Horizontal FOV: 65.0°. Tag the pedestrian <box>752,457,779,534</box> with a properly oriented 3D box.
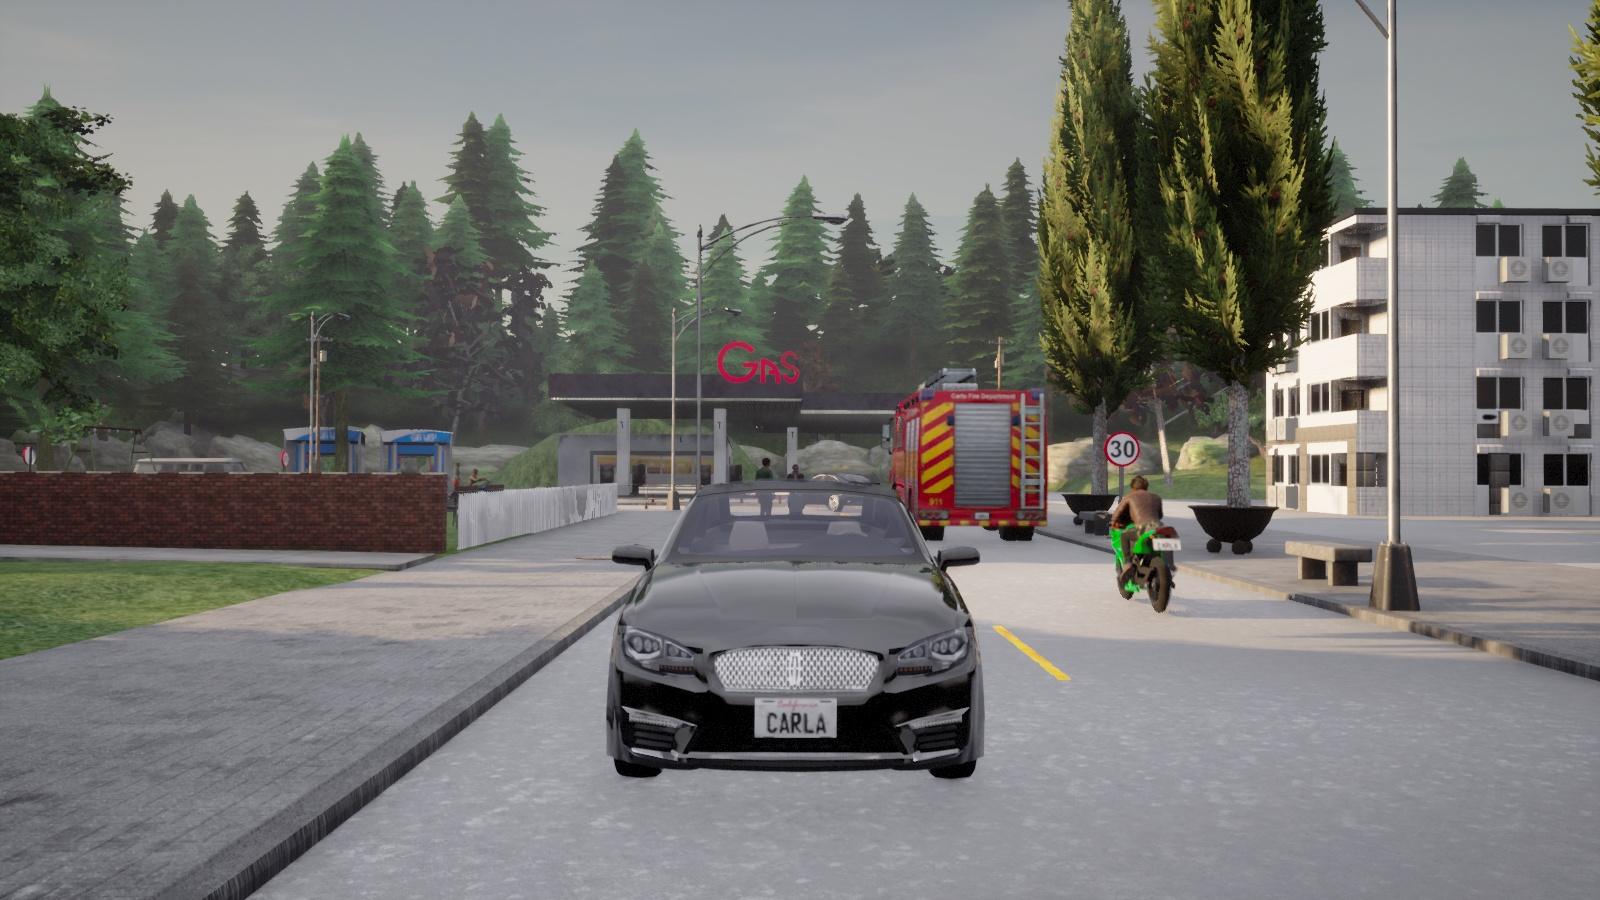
[{"bbox_3d":[-0.843,1.102,30.669,0.353,1.847,0.614,-1,-1,38],"label":"pedestrian"}]

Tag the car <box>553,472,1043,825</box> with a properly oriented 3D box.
[{"bbox_3d":[-0.019,0.903,7.913,2.128,1.511,4.902,0,-1,0],"label":"car"}]

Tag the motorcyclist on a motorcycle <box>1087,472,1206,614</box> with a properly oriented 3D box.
[{"bbox_3d":[3.968,1.025,14.569,0.797,1.523,2.044,0,-1,0],"label":"motorcyclist on a motorcycle"}]

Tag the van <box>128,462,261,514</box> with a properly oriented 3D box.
[{"bbox_3d":[-24.141,1.504,50.143,4.442,1.987,1.775,0,-1,0],"label":"van"}]

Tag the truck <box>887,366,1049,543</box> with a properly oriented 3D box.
[{"bbox_3d":[3.927,0.162,31.481,2.891,3.827,8.468,0,-1,0],"label":"truck"}]

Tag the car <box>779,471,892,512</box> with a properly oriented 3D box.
[{"bbox_3d":[1.338,1.593,49.270,2.128,1.511,4.902,0,-1,-31],"label":"car"}]
